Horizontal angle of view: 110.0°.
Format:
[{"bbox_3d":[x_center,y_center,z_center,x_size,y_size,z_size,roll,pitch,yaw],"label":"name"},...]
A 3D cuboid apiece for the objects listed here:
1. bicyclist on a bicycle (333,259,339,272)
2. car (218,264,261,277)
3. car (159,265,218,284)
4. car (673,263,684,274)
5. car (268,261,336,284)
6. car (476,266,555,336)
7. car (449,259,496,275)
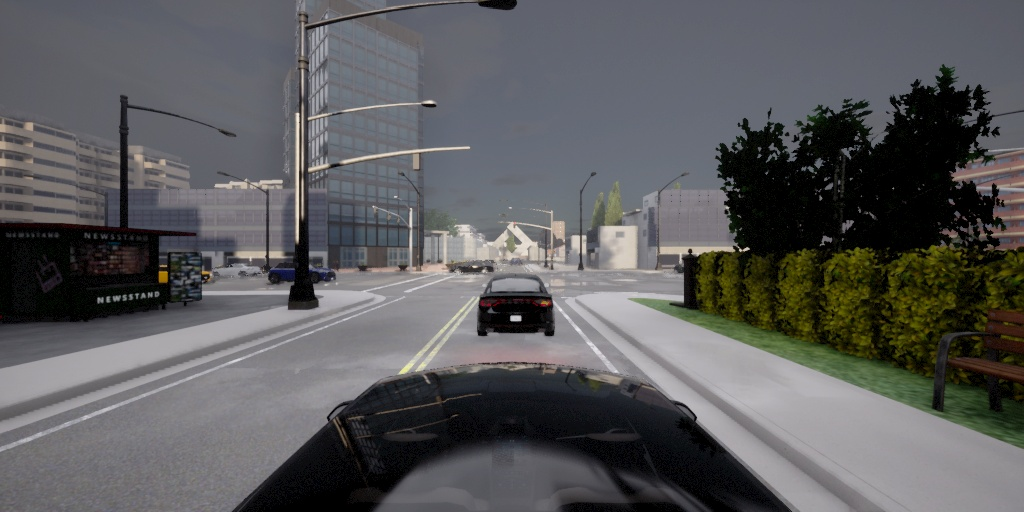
[{"bbox_3d":[-21.823,1.216,44.450,0.582,1.620,1.656,-1,0,0],"label":"bicyclist on a bicycle"},{"bbox_3d":[-29.692,1.548,38.642,4.674,1.442,1.812,-1,0,0],"label":"car"},{"bbox_3d":[-26.398,1.454,27.957,5.008,1.535,1.882,-1,0,0],"label":"car"},{"bbox_3d":[19.991,1.061,38.837,4.553,1.767,2.097,0,0,0],"label":"car"},{"bbox_3d":[-16.286,1.209,27.994,4.553,1.767,2.097,-1,0,0],"label":"car"},{"bbox_3d":[0.109,1.228,10.391,1.882,1.535,5.008,0,0,1],"label":"car"},{"bbox_3d":[-4.293,1.281,38.738,4.892,1.490,1.837,0,0,0],"label":"car"}]
